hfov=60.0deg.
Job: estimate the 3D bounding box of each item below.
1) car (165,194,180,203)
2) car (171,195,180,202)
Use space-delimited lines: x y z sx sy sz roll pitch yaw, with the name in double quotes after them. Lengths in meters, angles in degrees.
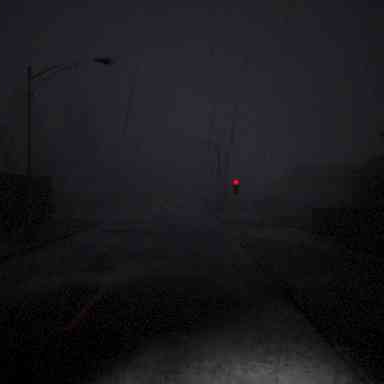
-4.021 1.200 64.451 2.097 1.767 4.553 0 0 0 "car"
-4.013 1.504 80.283 1.882 1.535 5.008 0 0 0 "car"
